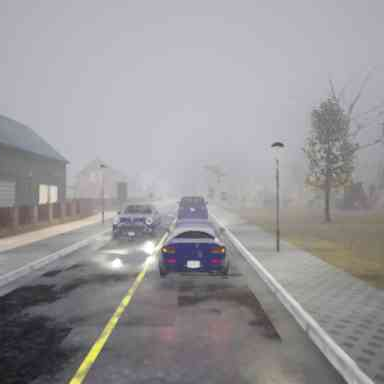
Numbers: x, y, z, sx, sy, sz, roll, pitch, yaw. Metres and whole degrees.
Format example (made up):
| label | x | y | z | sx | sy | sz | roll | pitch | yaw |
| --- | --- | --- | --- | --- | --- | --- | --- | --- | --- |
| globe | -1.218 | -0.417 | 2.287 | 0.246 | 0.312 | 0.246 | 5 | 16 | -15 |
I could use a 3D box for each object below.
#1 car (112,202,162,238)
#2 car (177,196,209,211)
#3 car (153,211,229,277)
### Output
| label | x | y | z | sx | sy | sz | roll | pitch | yaw |
| --- | --- | --- | --- | --- | --- | --- | --- | --- | --- |
| car | -2.832 | 1.386 | 17.876 | 2.097 | 1.767 | 4.553 | 0 | 0 | 0 |
| car | 0.063 | 1.275 | 24.863 | 2.150 | 2.045 | 5.566 | 0 | 0 | 1 |
| car | 0.067 | 1.542 | 10.187 | 1.812 | 1.442 | 4.674 | 0 | 0 | 1 |
